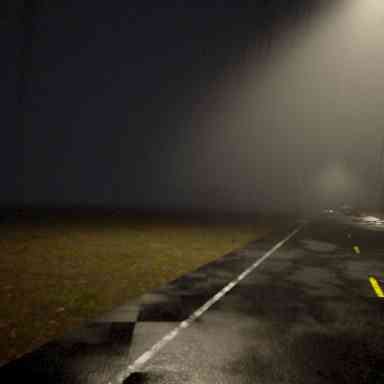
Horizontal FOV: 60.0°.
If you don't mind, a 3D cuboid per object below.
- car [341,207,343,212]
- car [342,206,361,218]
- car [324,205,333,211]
[{"bbox_3d":[31.178,3.496,67.113,2.128,1.511,4.902,2,-1,23],"label":"car"},{"bbox_3d":[23.991,3.092,49.661,1.895,1.301,4.718,2,-1,23],"label":"car"},{"bbox_3d":[33.688,3.810,82.196,1.994,1.385,4.181,2,-1,23],"label":"car"}]
